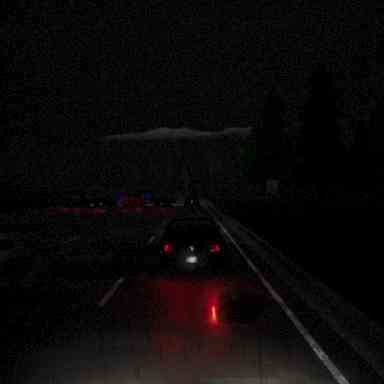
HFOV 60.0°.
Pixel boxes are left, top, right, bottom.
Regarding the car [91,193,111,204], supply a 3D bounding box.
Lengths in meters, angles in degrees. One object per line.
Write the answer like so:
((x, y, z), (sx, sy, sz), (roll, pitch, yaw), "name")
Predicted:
((-13.997, 0.955, 51.230), (1.812, 1.442, 4.674), (0, 1, 0), "car")

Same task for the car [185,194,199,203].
((0.007, 0.983, 52.160), (1.994, 1.385, 4.181), (0, 1, 0), "car")

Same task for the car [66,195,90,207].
((-13.998, 1.068, 41.050), (1.812, 1.442, 4.674), (0, 1, 0), "car")

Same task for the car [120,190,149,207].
((-6.998, 0.894, 41.035), (2.097, 1.767, 4.553), (0, 1, 0), "car")

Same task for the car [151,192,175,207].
((-3.498, 1.048, 40.957), (1.837, 1.490, 4.892), (0, 1, 0), "car")

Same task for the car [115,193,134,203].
((-10.491, 0.896, 52.186), (1.882, 1.535, 5.008), (0, 1, 0), "car")

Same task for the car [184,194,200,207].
((0.002, 1.104, 41.268), (1.994, 1.385, 4.181), (0, 1, 0), "car")

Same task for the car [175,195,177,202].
((-3.491, 0.983, 52.124), (1.994, 1.385, 4.181), (0, 1, 0), "car")

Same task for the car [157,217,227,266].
((0.001, 1.477, 10.972), (1.895, 1.301, 4.718), (0, 1, 0), "car")

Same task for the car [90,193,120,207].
((-10.498, 1.050, 40.781), (1.837, 1.490, 4.892), (0, 1, 0), "car")

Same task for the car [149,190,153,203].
((-6.996, 0.649, 51.464), (2.150, 2.045, 5.566), (0, 1, 0), "car")
